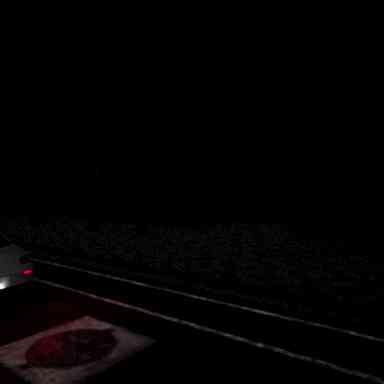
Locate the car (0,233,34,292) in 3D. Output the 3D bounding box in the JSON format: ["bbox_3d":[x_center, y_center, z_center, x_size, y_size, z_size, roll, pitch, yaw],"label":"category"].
[{"bbox_3d":[-5.372,1.460,7.477,4.674,1.442,1.812,1,0,36],"label":"car"}]
